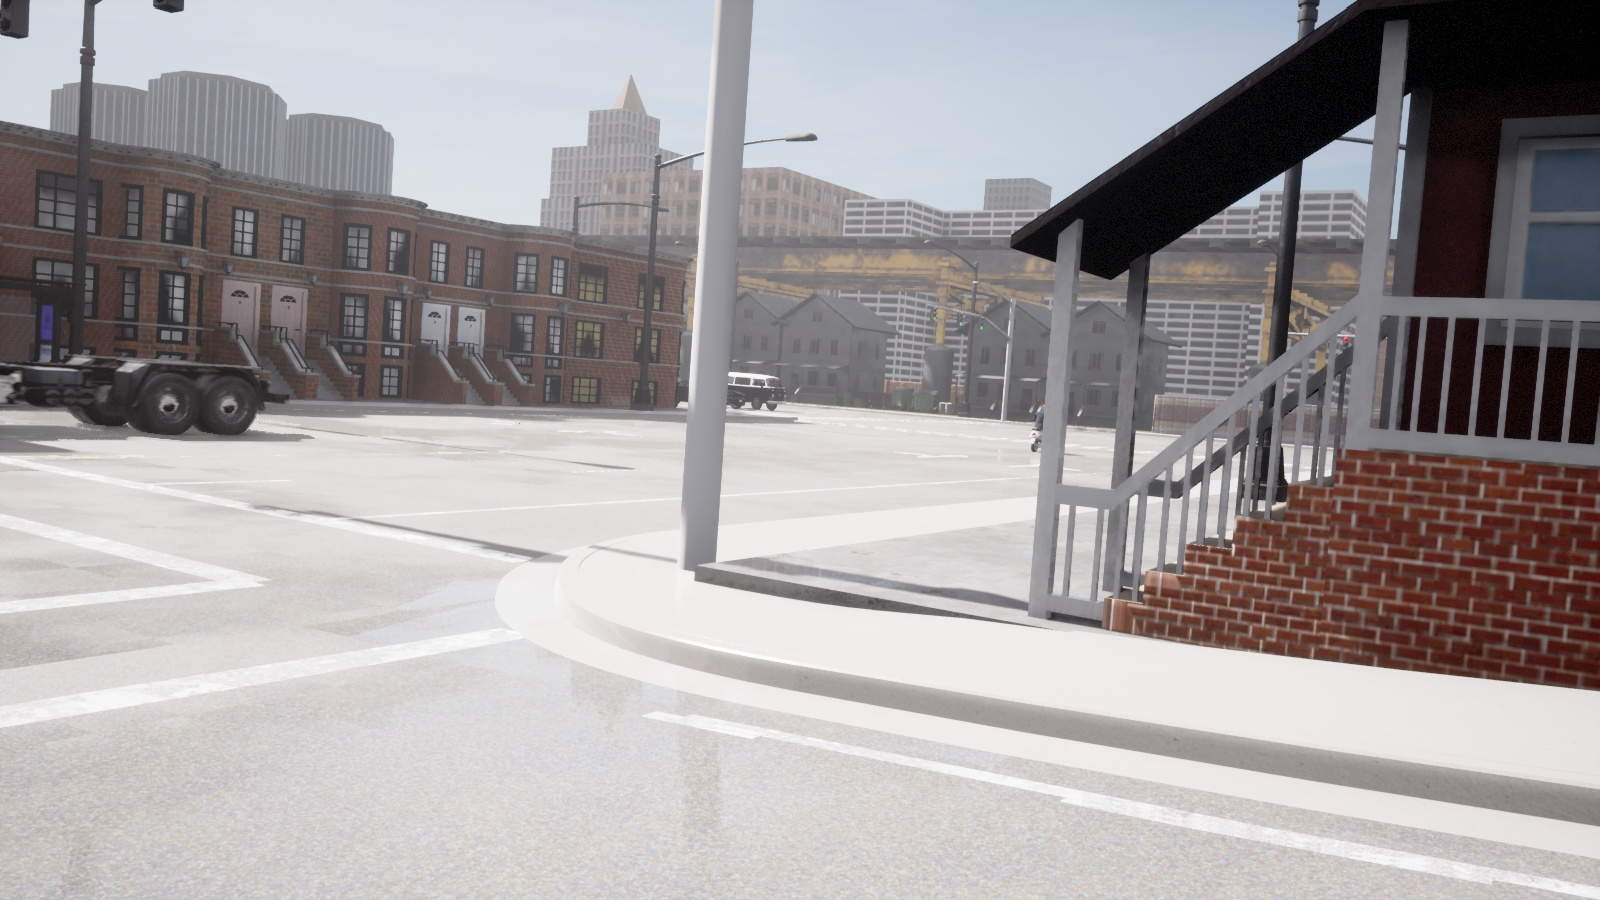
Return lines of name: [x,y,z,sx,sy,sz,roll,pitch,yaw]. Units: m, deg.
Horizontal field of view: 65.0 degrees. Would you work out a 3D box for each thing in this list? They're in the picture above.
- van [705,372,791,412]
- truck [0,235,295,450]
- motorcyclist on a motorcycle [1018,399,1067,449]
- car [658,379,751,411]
van: [-3.023,-3.350,72.557,4.480,2.038,2.069,5,4,34]
truck: [-13.369,-1.851,22.158,2.891,3.462,7.936,5,4,34]
motorcyclist on a motorcycle: [8.081,-0.857,41.775,0.866,1.590,1.817,5,4,34]
car: [-5.346,-3.072,69.899,5.008,1.535,1.882,5,4,34]
